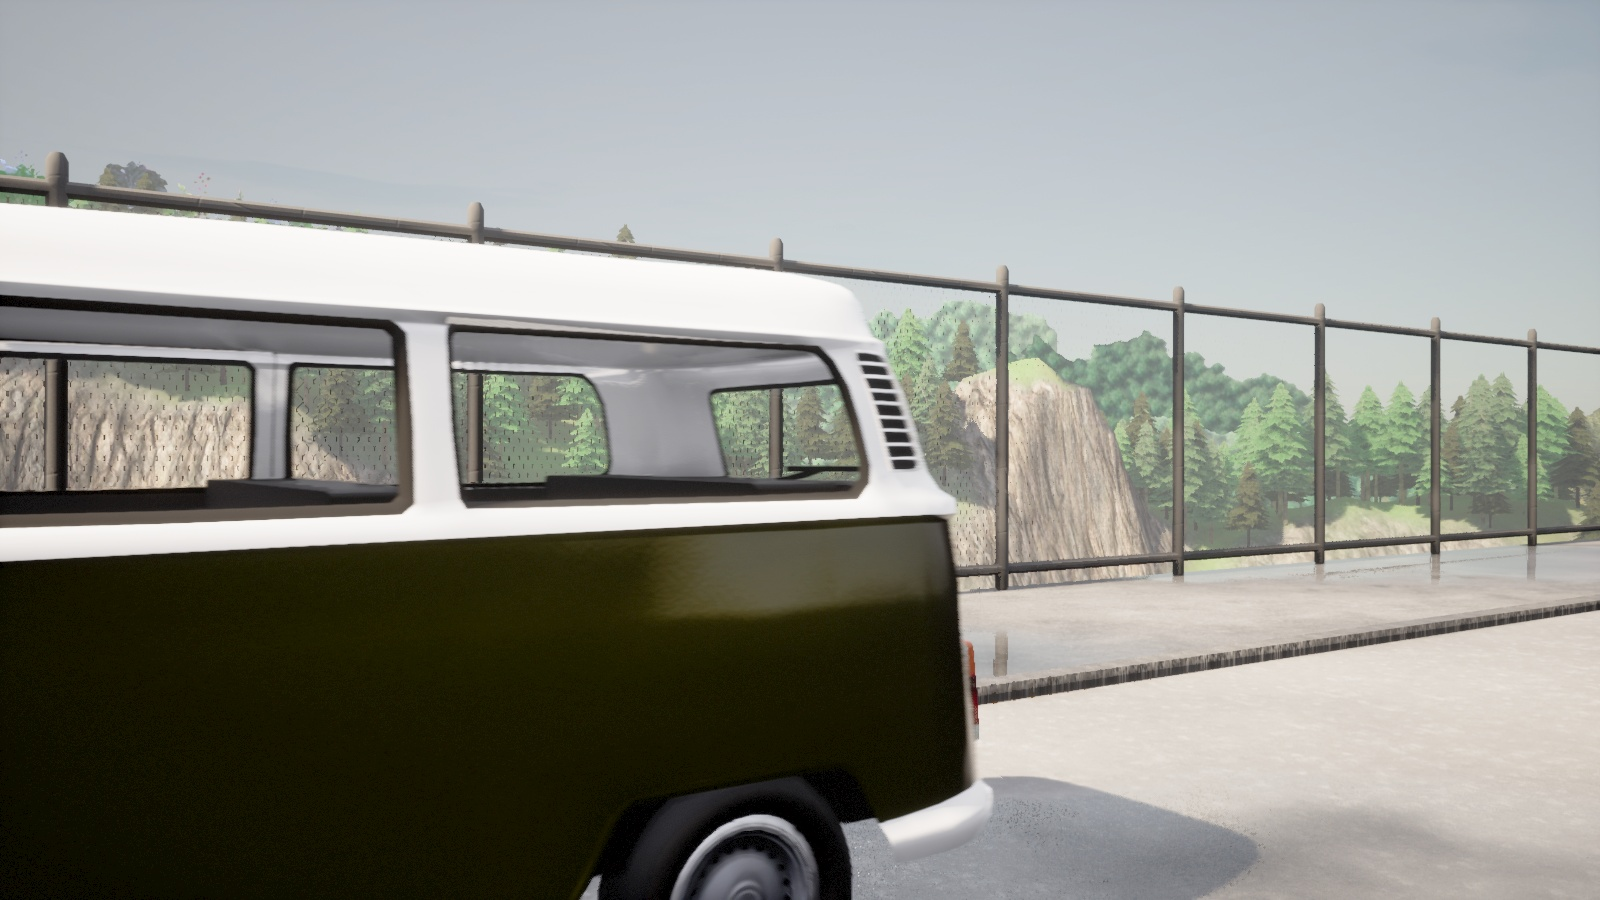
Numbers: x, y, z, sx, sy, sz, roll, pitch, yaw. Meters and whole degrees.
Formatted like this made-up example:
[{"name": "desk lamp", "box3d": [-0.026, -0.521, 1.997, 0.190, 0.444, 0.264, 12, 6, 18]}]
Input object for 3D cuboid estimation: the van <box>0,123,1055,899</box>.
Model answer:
[{"name": "van", "box3d": [-1.719, 0.479, 3.073, 4.480, 2.038, 2.069, 0, 0, -35]}]
